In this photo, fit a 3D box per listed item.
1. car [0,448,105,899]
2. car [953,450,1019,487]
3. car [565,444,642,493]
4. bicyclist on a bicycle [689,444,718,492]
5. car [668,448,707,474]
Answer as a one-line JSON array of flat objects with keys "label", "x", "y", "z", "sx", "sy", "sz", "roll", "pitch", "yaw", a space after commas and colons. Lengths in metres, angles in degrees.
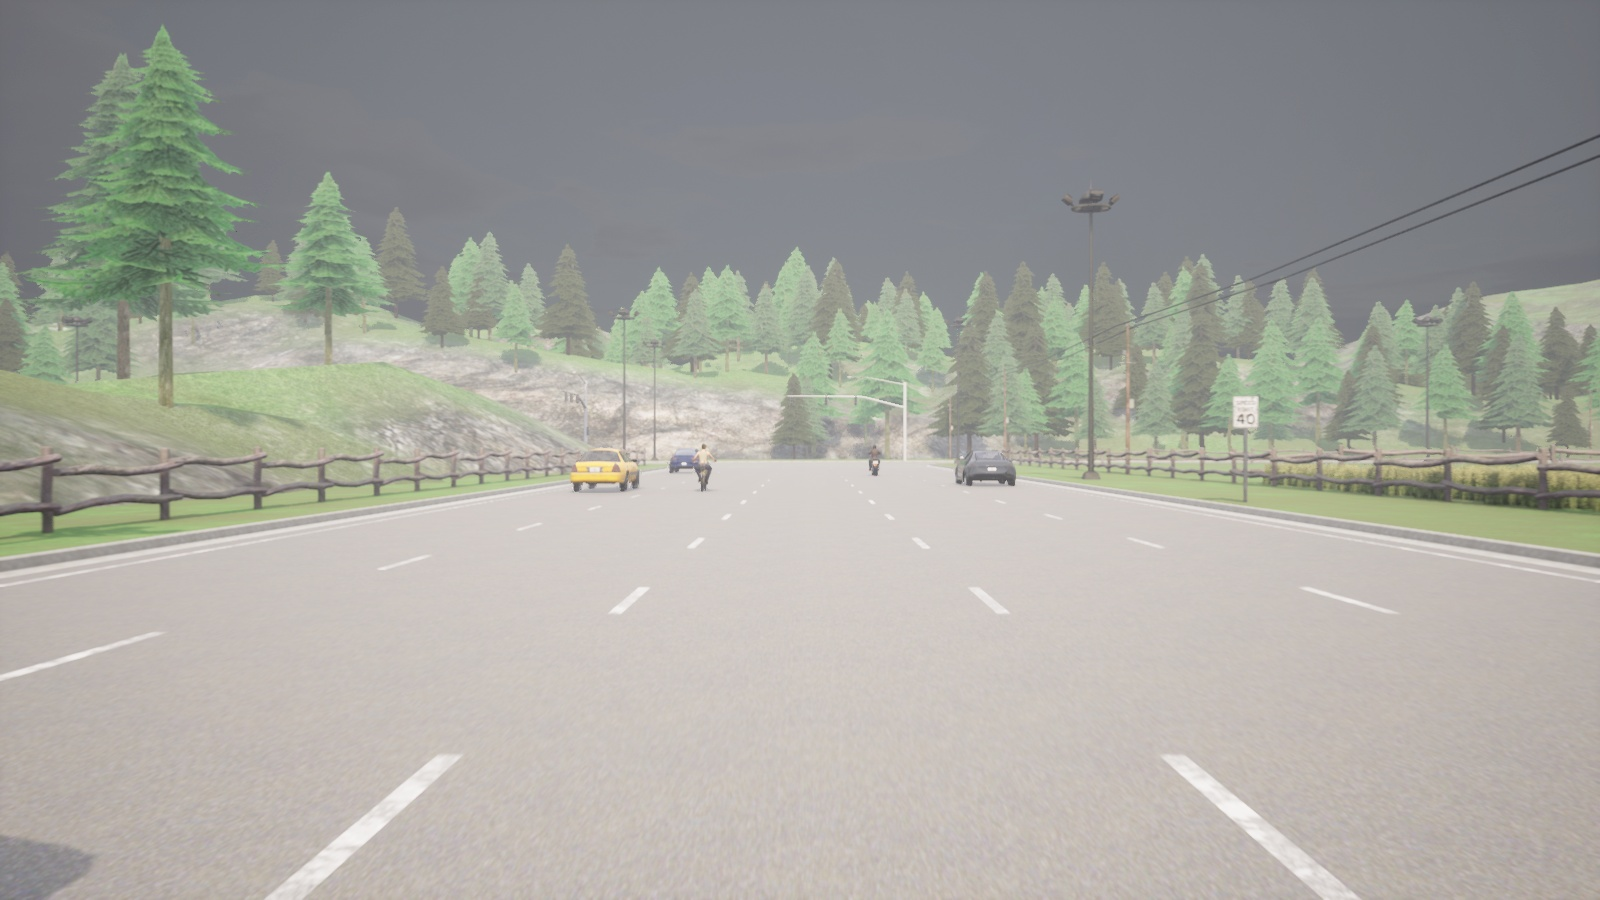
[{"label": "car", "x": -3.474, "y": 0.740, "z": 1.905, "sx": 2.163, "sy": 1.488, "sz": 4.792, "roll": 0, "pitch": 0, "yaw": 0}, {"label": "car", "x": 7.299, "y": 0.717, "z": 49.654, "sx": 1.994, "sy": 1.385, "sz": 4.181, "roll": 0, "pitch": 0, "yaw": 0}, {"label": "car", "x": -6.735, "y": 0.593, "z": 43.638, "sx": 1.801, "sy": 1.575, "sz": 5.366, "roll": 0, "pitch": 0, "yaw": 0}, {"label": "bicyclist on a bicycle", "x": -3.247, "y": 0.596, "z": 42.396, "sx": 0.866, "sy": 1.612, "sz": 1.509, "roll": 0, "pitch": 0, "yaw": 1}, {"label": "car", "x": -6.564, "y": 0.619, "z": 73.566, "sx": 1.812, "sy": 1.442, "sz": 4.674, "roll": 0, "pitch": 0, "yaw": 0}]
